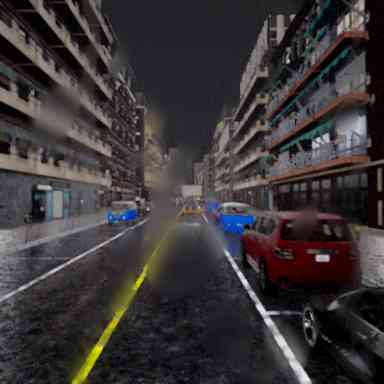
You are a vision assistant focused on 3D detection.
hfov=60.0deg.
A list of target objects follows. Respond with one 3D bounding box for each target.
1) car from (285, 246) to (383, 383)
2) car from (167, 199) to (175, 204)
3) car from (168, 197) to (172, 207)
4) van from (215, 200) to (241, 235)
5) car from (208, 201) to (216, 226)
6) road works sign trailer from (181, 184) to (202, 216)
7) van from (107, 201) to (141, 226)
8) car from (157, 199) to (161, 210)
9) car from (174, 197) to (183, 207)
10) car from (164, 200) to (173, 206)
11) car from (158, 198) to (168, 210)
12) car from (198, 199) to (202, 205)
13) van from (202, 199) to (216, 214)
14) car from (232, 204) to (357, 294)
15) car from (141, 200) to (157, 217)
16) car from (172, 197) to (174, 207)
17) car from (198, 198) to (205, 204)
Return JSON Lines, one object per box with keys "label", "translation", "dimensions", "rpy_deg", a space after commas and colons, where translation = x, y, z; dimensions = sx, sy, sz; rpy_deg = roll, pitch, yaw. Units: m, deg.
{"label": "car", "translation": [2.572, 1.605, 3.391], "dimensions": [1.947, 1.339, 4.313], "rpy_deg": [1, -1, 0]}
{"label": "car", "translation": [-5.340, 2.458, 86.430], "dimensions": [1.752, 1.417, 4.829], "rpy_deg": [1, -1, 0]}
{"label": "car", "translation": [-5.327, 1.955, 58.859], "dimensions": [2.192, 1.841, 5.009], "rpy_deg": [1, -1, 0]}
{"label": "van", "translation": [2.568, 1.562, 20.041], "dimensions": [1.690, 1.788, 3.998], "rpy_deg": [1, -1, 0]}
{"label": "car", "translation": [2.565, 1.722, 25.588], "dimensions": [1.967, 1.590, 4.097], "rpy_deg": [1, -1, 0]}
{"label": "road works sign trailer", "translation": [-0.008, 0.881, 38.047], "dimensions": [2.380, 3.560, 2.880], "rpy_deg": [0, -1, 0]}
{"label": "van", "translation": [-5.314, 1.622, 25.567], "dimensions": [1.690, 1.788, 3.998], "rpy_deg": [1, -1, 0]}
{"label": "car", "translation": [-5.323, 1.985, 42.041], "dimensions": [1.752, 1.417, 4.829], "rpy_deg": [1, -1, 0]}
{"label": "car", "translation": [-2.801, 2.197, 64.566], "dimensions": [2.128, 1.511, 4.902], "rpy_deg": [0, -1, 1]}
{"label": "car", "translation": [-5.337, 2.399, 75.502], "dimensions": [1.802, 1.307, 4.206], "rpy_deg": [1, -1, 0]}
{"label": "car", "translation": [-5.326, 2.020, 53.309], "dimensions": [1.967, 1.590, 4.097], "rpy_deg": [1, -1, 0]}
{"label": "car", "translation": [2.543, 2.317, 81.076], "dimensions": [1.967, 1.590, 4.097], "rpy_deg": [1, -1, 0]}
{"label": "van", "translation": [2.559, 1.802, 42.235], "dimensions": [1.690, 1.788, 3.998], "rpy_deg": [1, -1, 0]}
{"label": "car", "translation": [2.572, 1.415, 8.943], "dimensions": [2.192, 1.841, 5.009], "rpy_deg": [1, -1, 0]}
{"label": "car", "translation": [-5.320, 1.841, 36.663], "dimensions": [1.967, 1.590, 4.097], "rpy_deg": [1, -1, 0]}
{"label": "car", "translation": [-5.329, 2.014, 64.408], "dimensions": [2.192, 1.841, 5.009], "rpy_deg": [1, -1, 0]}
{"label": "car", "translation": [2.538, 2.521, 92.343], "dimensions": [1.752, 1.417, 4.829], "rpy_deg": [1, -1, 0]}
